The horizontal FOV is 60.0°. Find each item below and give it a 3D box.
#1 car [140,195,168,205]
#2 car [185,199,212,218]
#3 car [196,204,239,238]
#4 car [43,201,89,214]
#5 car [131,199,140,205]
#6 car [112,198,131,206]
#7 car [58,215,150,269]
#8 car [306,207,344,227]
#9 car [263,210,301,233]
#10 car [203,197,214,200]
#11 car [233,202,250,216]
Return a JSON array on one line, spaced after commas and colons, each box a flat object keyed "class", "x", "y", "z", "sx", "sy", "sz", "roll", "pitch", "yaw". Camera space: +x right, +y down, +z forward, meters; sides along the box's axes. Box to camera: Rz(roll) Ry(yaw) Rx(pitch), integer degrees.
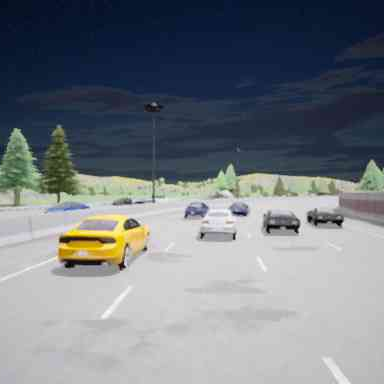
[{"class": "car", "x": -6.118, "y": 1.504, "z": 57.431, "sx": 2.150, "sy": 2.045, "sz": 5.566, "roll": 0, "pitch": 0, "yaw": 22}, {"class": "car", "x": 0.560, "y": 1.699, "z": 31.925, "sx": 1.812, "sy": 1.442, "sz": 4.674, "roll": 0, "pitch": 0, "yaw": 13}, {"class": "car", "x": 1.529, "y": 1.629, "z": 18.246, "sx": 1.812, "sy": 1.442, "sz": 4.674, "roll": 0, "pitch": 0, "yaw": 8}, {"class": "car", "x": -10.961, "y": 1.596, "z": 29.250, "sx": 1.882, "sy": 1.535, "sz": 5.008, "roll": 0, "pitch": 0, "yaw": 12}, {"class": "car", "x": -8.571, "y": 1.895, "z": 60.656, "sx": 1.895, "sy": 1.301, "sz": 4.718, "roll": 0, "pitch": 0, "yaw": 23}, {"class": "car", "x": -12.511, "y": 1.782, "z": 60.304, "sx": 1.837, "sy": 1.490, "sz": 4.892, "roll": 0, "pitch": 0, "yaw": 22}, {"class": "car", "x": -2.757, "y": 1.530, "z": 11.513, "sx": 1.882, "sy": 1.535, "sz": 5.008, "roll": 0, "pitch": 0, "yaw": 5}, {"class": "car", "x": 9.655, "y": 1.766, "z": 24.519, "sx": 1.895, "sy": 1.301, "sz": 4.718, "roll": 0, "pitch": 0, "yaw": 11}, {"class": "car", "x": 5.404, "y": 1.730, "z": 20.626, "sx": 1.895, "sy": 1.301, "sz": 4.718, "roll": 0, "pitch": 0, "yaw": 9}, {"class": "car", "x": 3.121, "y": 1.747, "z": 69.172, "sx": 1.812, "sy": 1.442, "sz": 4.674, "roll": 0, "pitch": 0, "yaw": 27}, {"class": "car", "x": 5.002, "y": 1.770, "z": 35.151, "sx": 1.994, "sy": 1.385, "sz": 4.181, "roll": 0, "pitch": 0, "yaw": 15}]
